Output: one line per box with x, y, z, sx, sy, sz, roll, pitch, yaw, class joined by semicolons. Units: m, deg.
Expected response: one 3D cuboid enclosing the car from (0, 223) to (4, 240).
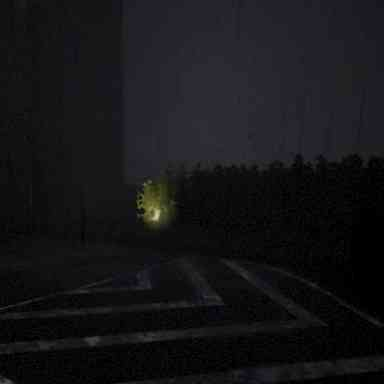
-10.550;1.676;14.464;1.851;1.617;3.988;-1;0;35;car

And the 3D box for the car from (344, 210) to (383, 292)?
4.552;1.357;6.644;1.905;1.878;3.866;-1;0;4;car

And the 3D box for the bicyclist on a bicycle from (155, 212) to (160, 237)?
-1.529;1.642;17.450;0.582;1.620;1.656;-1;4;-35;bicyclist on a bicycle
